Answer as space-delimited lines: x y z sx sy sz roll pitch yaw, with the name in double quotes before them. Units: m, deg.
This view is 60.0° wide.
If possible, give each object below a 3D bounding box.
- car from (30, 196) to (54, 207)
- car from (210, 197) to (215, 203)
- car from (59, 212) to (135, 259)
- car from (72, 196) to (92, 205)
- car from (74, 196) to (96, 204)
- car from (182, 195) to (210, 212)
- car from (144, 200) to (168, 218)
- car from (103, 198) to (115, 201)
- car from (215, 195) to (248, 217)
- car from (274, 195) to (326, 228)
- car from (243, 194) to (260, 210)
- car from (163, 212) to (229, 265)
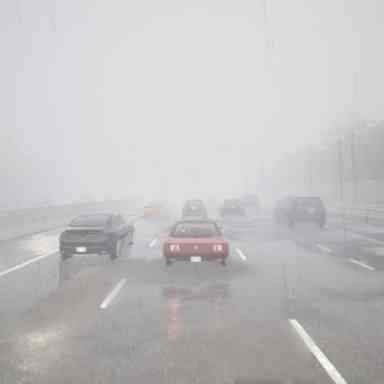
"car" -24.209 1.425 53.705 2.097 1.767 4.553 0 0 1
"car" 3.991 1.657 65.801 1.994 1.385 4.181 0 0 1
"car" -3.372 1.509 12.578 1.837 1.490 4.892 0 0 0
"car" -20.570 1.587 62.345 2.128 1.511 4.902 0 0 1
"car" -17.214 1.427 53.890 2.097 1.767 4.553 0 0 1
"car" 0.211 1.380 29.177 2.097 1.767 4.553 0 0 0
"car" -3.277 1.509 30.934 1.882 1.535 5.008 0 0 0
"car" -13.700 1.640 54.912 1.994 1.385 4.181 0 0 1
"car" 3.625 1.384 31.302 2.097 1.767 4.553 0 0 0
"car" 7.071 1.240 22.236 2.150 2.045 5.566 0 0 1
"car" 7.320 1.278 43.141 2.150 2.045 5.566 0 0 1
"car" 0.123 1.605 11.587 1.895 1.301 4.718 0 0 0
